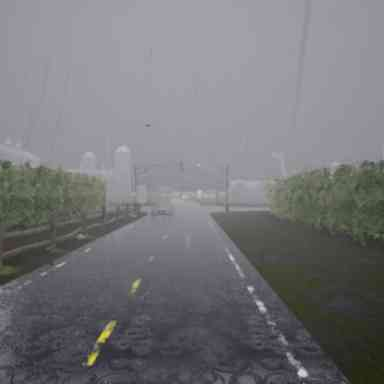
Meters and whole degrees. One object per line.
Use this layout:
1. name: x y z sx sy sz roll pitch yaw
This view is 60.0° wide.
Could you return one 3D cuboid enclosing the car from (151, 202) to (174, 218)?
1. car: -2.767 1.701 32.215 1.994 1.385 4.181 0 0 1
